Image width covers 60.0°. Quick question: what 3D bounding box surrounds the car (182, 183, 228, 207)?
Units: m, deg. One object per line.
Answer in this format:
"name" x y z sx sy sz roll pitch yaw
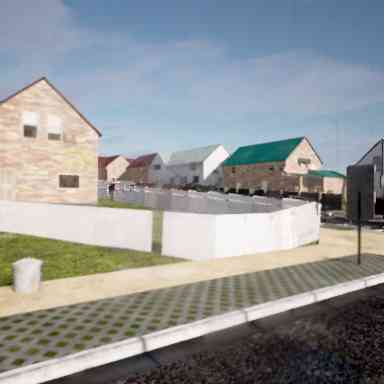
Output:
"car" 1.150 0.257 31.005 2.150 2.045 5.566 1 2 -35

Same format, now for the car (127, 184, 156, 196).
"car" -7.460 -0.288 48.687 2.033 1.411 5.357 1 2 -34

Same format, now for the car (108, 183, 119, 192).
"car" -12.948 -0.766 56.605 1.812 1.442 4.674 1 2 -34

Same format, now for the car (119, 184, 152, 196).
"car" -7.294 -0.166 43.360 1.837 1.490 4.892 1 2 -34

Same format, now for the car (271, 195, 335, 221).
"car" 7.099 1.041 22.317 1.837 1.490 4.892 1 2 -34
